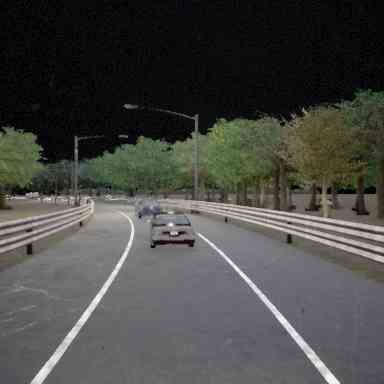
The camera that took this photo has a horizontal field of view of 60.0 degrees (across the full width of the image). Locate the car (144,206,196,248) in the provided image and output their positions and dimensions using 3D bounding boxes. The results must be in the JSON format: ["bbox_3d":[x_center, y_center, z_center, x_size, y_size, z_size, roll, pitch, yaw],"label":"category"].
[{"bbox_3d":[-0.989,1.578,14.865,2.033,1.411,5.357,0,0,-7],"label":"car"}]

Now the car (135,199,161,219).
[{"bbox_3d":[-3.924,1.399,29.766,2.097,1.767,4.553,0,0,-15],"label":"car"}]
